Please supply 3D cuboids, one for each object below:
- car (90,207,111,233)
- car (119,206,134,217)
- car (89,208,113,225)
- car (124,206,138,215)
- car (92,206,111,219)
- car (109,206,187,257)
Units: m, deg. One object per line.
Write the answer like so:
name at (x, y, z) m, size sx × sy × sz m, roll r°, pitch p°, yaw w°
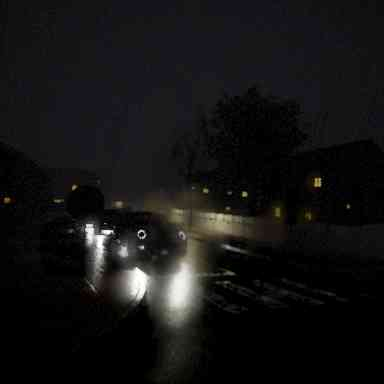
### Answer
car at (-5.543, 1.923, 22.482) m, size 1.837 × 1.490 × 4.892 m, roll 5°, pitch -3°, yaw -21°
car at (-9.567, 2.894, 48.901) m, size 1.994 × 1.385 × 4.181 m, roll 4°, pitch -2°, yaw -9°
car at (-8.659, 2.241, 31.535) m, size 1.895 × 1.301 × 4.718 m, roll 4°, pitch -3°, yaw -16°
car at (-10.705, 3.184, 58.852) m, size 1.994 × 1.385 × 4.181 m, roll 4°, pitch -2°, yaw -4°
car at (-11.260, 2.526, 41.601) m, size 1.895 × 1.301 × 4.718 m, roll 4°, pitch -2°, yaw -11°
car at (-1.849, 1.606, 13.916) m, size 2.097 × 1.767 × 4.553 m, roll 5°, pitch -3°, yaw -24°
